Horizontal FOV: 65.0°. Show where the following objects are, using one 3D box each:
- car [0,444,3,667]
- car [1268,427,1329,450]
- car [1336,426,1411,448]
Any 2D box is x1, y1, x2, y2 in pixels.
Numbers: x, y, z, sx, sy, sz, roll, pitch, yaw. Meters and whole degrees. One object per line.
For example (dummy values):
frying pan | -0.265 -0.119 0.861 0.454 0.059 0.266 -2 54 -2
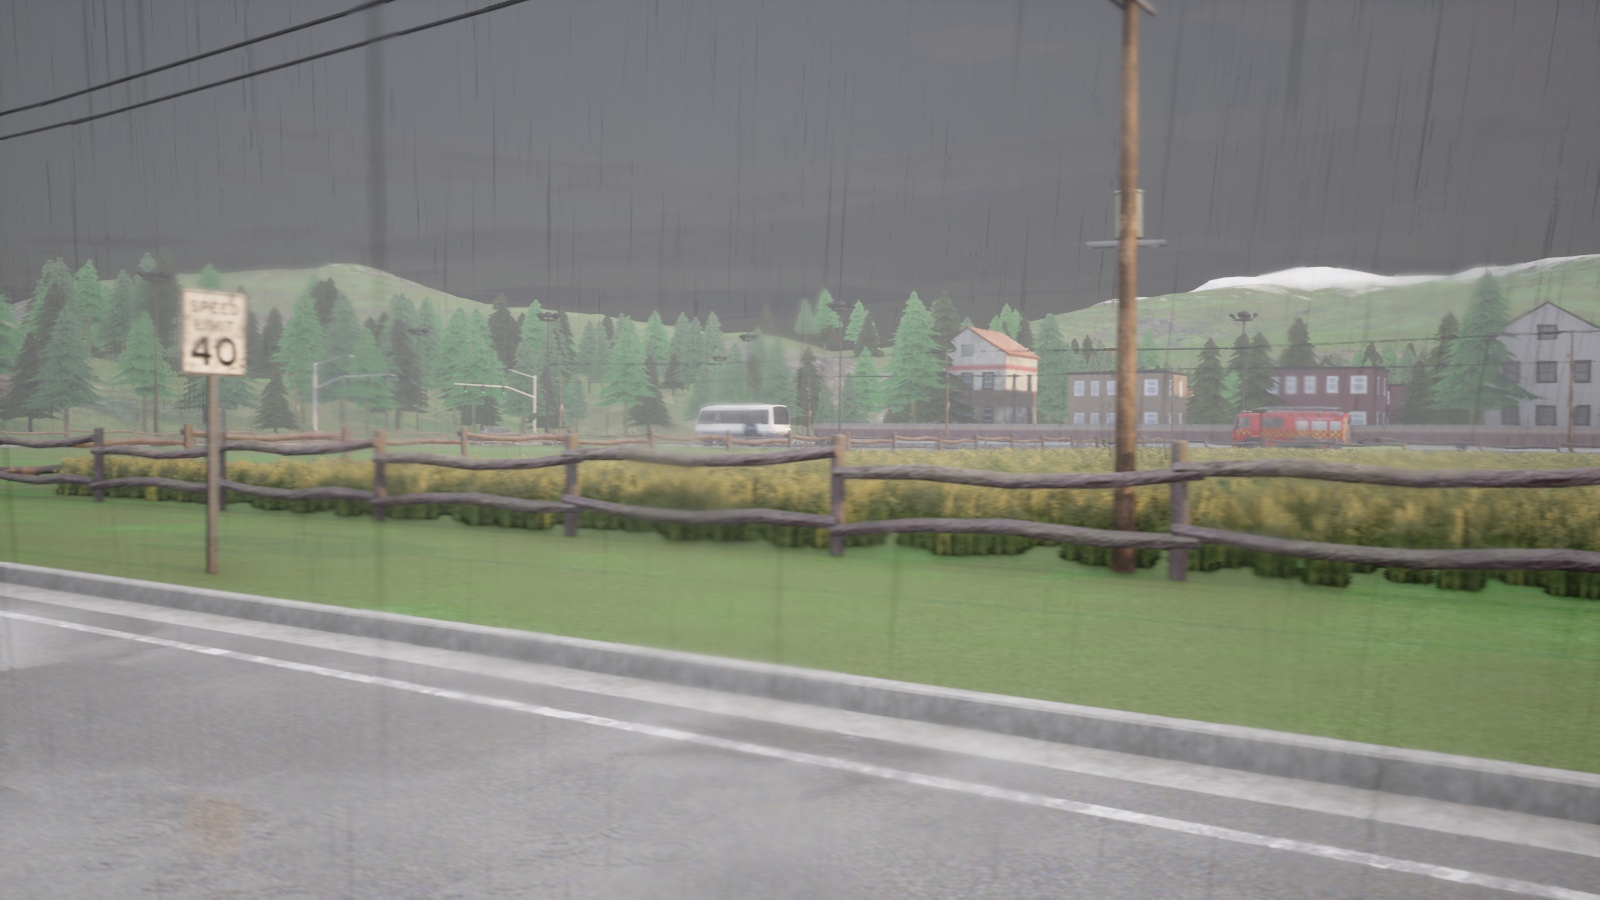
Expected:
car | -7.719 0.502 8.747 4.605 1.855 1.932 1 1 34
car | 34.952 -0.803 88.027 3.705 1.549 1.789 0 1 34
car | 40.432 -0.892 88.564 4.514 1.525 2.007 0 1 34
